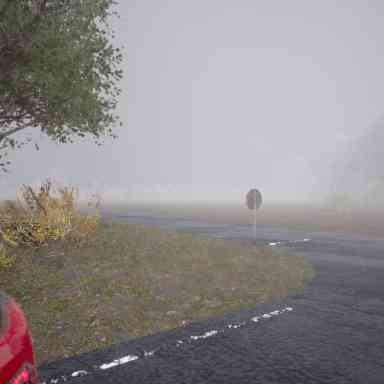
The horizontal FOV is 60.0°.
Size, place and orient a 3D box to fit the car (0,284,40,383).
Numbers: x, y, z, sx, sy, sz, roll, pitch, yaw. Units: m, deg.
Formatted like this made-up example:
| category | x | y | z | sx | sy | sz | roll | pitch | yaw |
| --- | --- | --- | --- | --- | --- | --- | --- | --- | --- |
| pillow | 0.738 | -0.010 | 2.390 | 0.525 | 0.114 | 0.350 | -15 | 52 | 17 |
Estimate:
| category | x | y | z | sx | sy | sz | roll | pitch | yaw |
| --- | --- | --- | --- | --- | --- | --- | --- | --- | --- |
| car | -3.379 | 1.228 | 0.835 | 5.566 | 2.045 | 2.150 | 0 | 0 | -36 |
